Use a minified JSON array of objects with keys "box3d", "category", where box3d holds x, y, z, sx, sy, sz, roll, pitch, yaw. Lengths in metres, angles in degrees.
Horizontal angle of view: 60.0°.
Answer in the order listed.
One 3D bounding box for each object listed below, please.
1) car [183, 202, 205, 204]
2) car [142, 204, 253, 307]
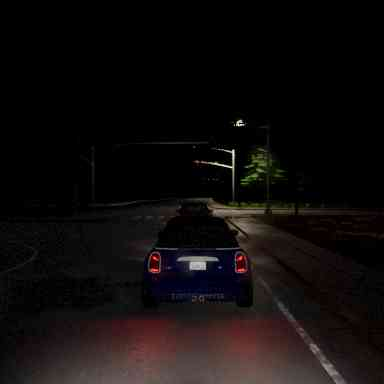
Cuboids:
[{"box3d":[0.116,1.338,18.237,2.097,1.767,4.553,0,0,0],"category":"car"},{"box3d":[0.106,1.347,8.116,2.097,1.767,4.553,0,0,0],"category":"car"}]
